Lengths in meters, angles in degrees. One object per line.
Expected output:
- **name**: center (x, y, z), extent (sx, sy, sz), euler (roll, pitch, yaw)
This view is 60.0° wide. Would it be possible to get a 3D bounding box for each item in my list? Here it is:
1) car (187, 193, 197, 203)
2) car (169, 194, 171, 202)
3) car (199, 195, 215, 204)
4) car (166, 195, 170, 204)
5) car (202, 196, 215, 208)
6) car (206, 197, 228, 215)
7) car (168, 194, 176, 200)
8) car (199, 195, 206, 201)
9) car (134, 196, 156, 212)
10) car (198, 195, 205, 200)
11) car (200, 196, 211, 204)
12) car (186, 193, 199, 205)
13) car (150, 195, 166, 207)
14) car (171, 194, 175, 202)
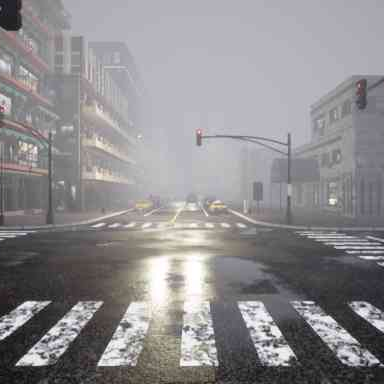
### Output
- **car**: center (-0.006, 1.182, 70.709), extent (2.150, 2.045, 5.566), euler (0, 0, 0)
- **car**: center (-5.694, 1.587, 66.933), extent (1.752, 1.417, 4.829), euler (0, 0, 0)
- **car**: center (2.689, 1.351, 50.488), extent (2.192, 1.841, 5.009), euler (0, 0, 0)
- **car**: center (-5.694, 1.603, 61.564), extent (2.008, 1.369, 4.403), euler (0, 0, 0)
- **car**: center (2.689, 1.611, 44.948), extent (1.802, 1.307, 4.206), euler (0, 0, 0)
- **car**: center (2.690, 1.544, 34.040), extent (1.752, 1.417, 4.829), euler (0, 0, 0)
- **car**: center (-5.696, 1.434, 94.801), extent (2.192, 1.841, 5.009), euler (0, 0, 0)
- **car**: center (2.684, 1.632, 89.432), extent (1.752, 1.417, 4.829), euler (0, 0, 0)
- **car**: center (-5.692, 1.549, 39.237), extent (1.752, 1.417, 4.829), euler (0, 0, 0)
- **car**: center (2.683, 1.670, 94.801), extent (2.008, 1.369, 4.403), euler (0, 0, 0)
- **car**: center (2.687, 1.612, 67.105), extent (2.008, 1.369, 4.403), euler (0, 0, 0)
- **car**: center (-0.005, 1.403, 60.646), extent (2.097, 1.767, 4.553), euler (0, 0, 0)
- **car**: center (-5.691, 1.351, 50.486), extent (2.192, 1.841, 5.009), euler (0, 0, 0)
- **car**: center (-5.695, 1.628, 78.183), extent (1.887, 1.381, 4.507), euler (0, 0, 0)
